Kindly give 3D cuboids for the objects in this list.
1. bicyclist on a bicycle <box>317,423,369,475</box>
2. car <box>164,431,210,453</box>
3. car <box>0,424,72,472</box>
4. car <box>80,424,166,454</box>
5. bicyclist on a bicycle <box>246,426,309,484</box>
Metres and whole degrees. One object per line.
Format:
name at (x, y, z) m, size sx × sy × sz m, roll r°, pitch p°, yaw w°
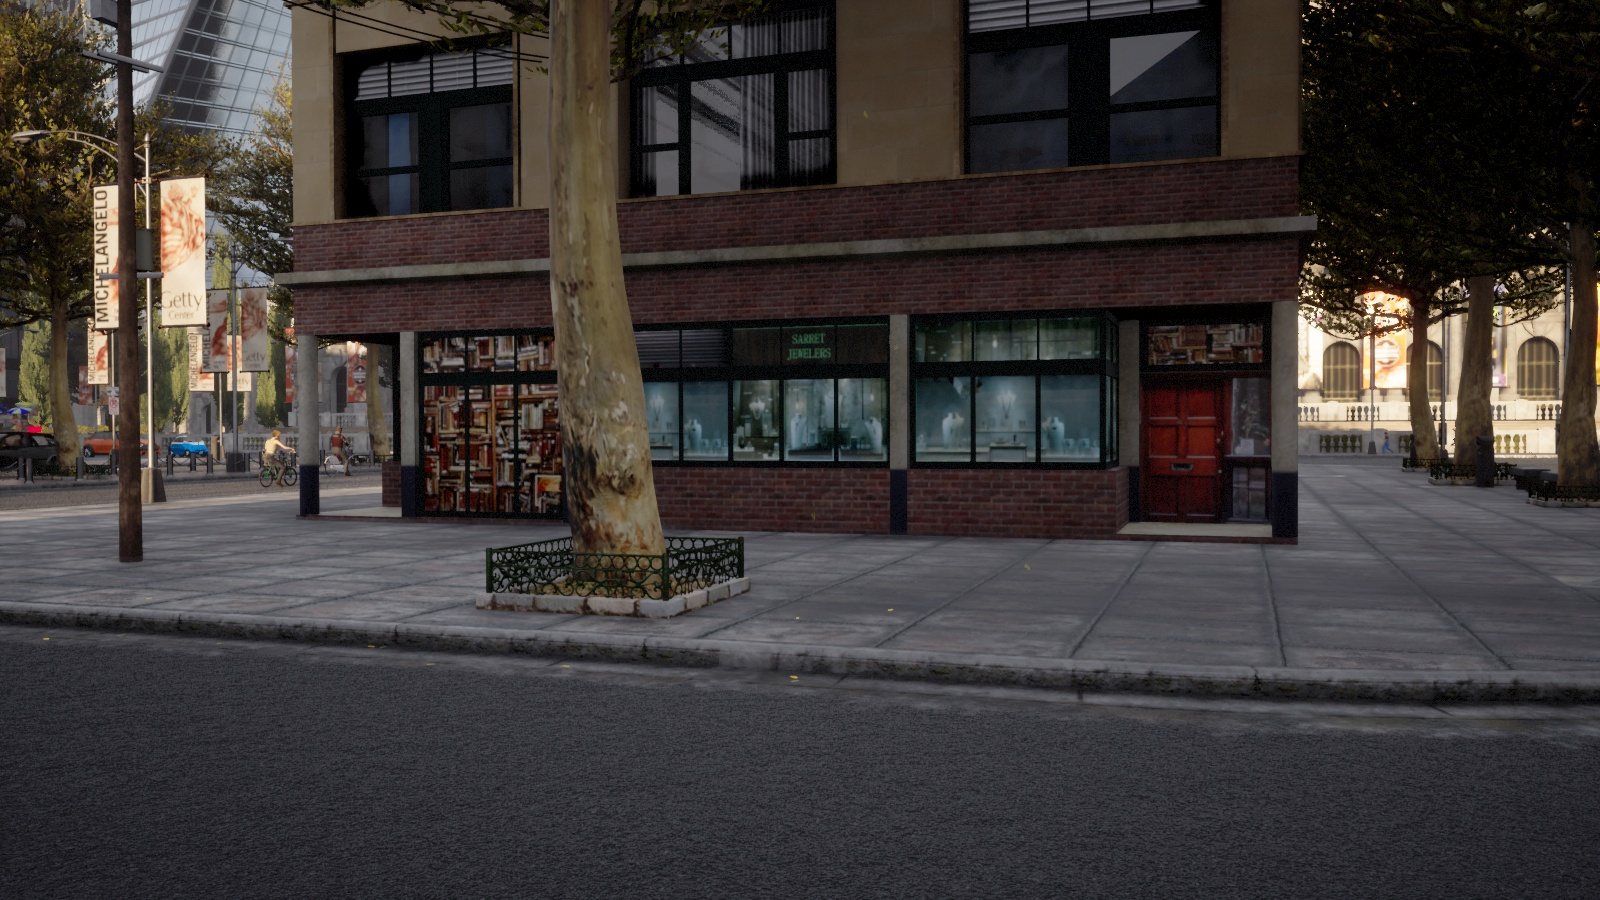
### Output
bicyclist on a bicycle at (-15.905, -0.063, 43.725) m, size 0.659 × 1.776 × 1.843 m, roll 1°, pitch 1°, yaw 20°
car at (-38.622, -0.531, 79.176) m, size 2.207 × 1.376 × 1.481 m, roll 0°, pitch 1°, yaw 20°
car at (-27.952, -0.085, 44.012) m, size 1.851 × 1.617 × 3.988 m, roll 1°, pitch 1°, yaw 20°
car at (-41.183, -0.692, 76.372) m, size 4.553 × 1.767 × 2.097 m, roll 1°, pitch 1°, yaw 19°
bicyclist on a bicycle at (-14.920, 0.132, 35.906) m, size 0.866 × 1.612 × 1.509 m, roll 1°, pitch 1°, yaw 20°
